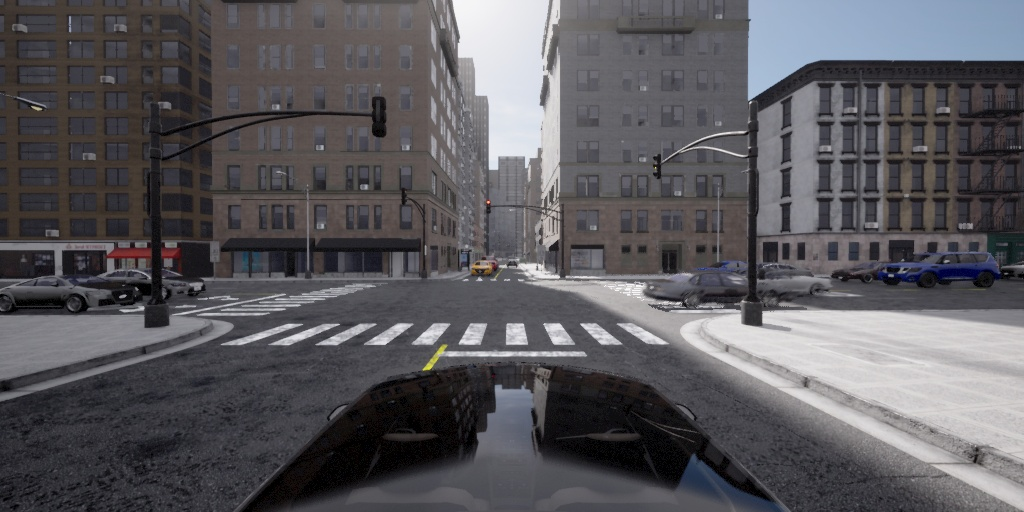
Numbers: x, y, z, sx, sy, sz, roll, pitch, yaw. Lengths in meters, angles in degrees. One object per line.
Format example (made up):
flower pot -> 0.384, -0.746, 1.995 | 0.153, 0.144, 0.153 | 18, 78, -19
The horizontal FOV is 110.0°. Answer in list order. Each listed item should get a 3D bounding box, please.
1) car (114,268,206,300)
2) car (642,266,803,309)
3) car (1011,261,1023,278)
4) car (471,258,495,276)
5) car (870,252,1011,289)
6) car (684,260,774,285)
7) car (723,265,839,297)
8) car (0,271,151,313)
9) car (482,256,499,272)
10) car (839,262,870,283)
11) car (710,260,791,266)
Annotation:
car -> -17.798, 1.335, 17.559 | 4.902, 1.511, 2.128 | 0, 1, 1
car -> 8.122, 1.296, 14.446 | 5.357, 1.411, 2.033 | 0, 1, 0
car -> 36.231, 0.954, 24.517 | 4.892, 1.490, 1.837 | 0, 1, 0
car -> -3.119, 1.233, 37.576 | 1.882, 1.535, 5.008 | 0, 0, 0
car -> 25.163, 0.783, 21.219 | 5.566, 2.045, 2.150 | -1, 1, -1
car -> 14.647, 1.076, 24.420 | 5.008, 1.535, 1.882 | 0, 1, 0
car -> 12.810, 1.283, 17.706 | 4.718, 1.301, 1.895 | 0, 1, 0
car -> -17.529, 1.441, 14.300 | 4.181, 1.385, 1.994 | 0, 1, 0
car -> -3.130, 0.985, 48.069 | 2.150, 2.045, 5.566 | 0, 0, 0
car -> 25.075, 1.075, 24.476 | 5.357, 1.411, 2.033 | 0, 1, 0
car -> 14.885, 1.123, 21.171 | 4.902, 1.511, 2.128 | 0, 1, 0
